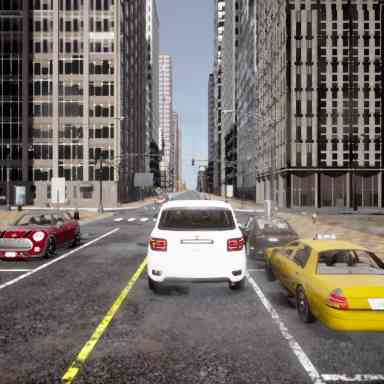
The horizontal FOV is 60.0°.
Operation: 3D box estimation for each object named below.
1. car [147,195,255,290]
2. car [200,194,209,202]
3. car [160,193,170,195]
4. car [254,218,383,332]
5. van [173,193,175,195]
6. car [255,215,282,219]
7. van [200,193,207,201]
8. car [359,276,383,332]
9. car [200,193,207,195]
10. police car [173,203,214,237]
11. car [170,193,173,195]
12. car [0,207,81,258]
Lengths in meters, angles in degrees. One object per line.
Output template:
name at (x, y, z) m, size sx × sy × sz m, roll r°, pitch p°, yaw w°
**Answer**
car at (0.102, 1.220, 9.230) m, size 2.150 × 2.045 × 5.566 m, roll 0°, pitch 0°, yaw 0°
car at (2.709, 1.353, 73.073) m, size 1.967 × 1.590 × 4.097 m, roll 0°, pitch 0°, yaw 0°
car at (-5.769, 1.380, 61.708) m, size 1.967 × 1.590 × 4.097 m, roll 0°, pitch 0°, yaw 0°
car at (2.693, 1.525, 6.947) m, size 1.752 × 1.417 × 4.829 m, roll 0°, pitch 0°, yaw 0°
van at (-5.668, 1.225, 84.448) m, size 1.690 × 1.788 × 3.998 m, roll 0°, pitch 0°, yaw 0°
car at (2.695, 1.548, 12.445) m, size 2.008 × 1.369 × 4.403 m, roll 0°, pitch 0°, yaw 0°
van at (2.711, 1.240, 78.758) m, size 1.690 × 1.788 × 3.998 m, roll 0°, pitch 0°, yaw 0°
car at (2.692, 1.551, 1.106) m, size 2.008 × 1.369 × 4.403 m, roll 0°, pitch 0°, yaw 0°
car at (2.802, 1.380, 61.705) m, size 1.967 × 1.590 × 4.097 m, roll 0°, pitch 0°, yaw 0°
police car at (0.101, 1.498, 19.150) m, size 2.038 × 1.542 × 4.974 m, roll 0°, pitch 0°, yaw 1°
car at (-5.702, 1.242, 67.393) m, size 2.192 × 1.841 × 5.009 m, roll 0°, pitch 0°, yaw 0°
car at (-5.685, 1.438, 12.445) m, size 1.967 × 1.590 × 4.097 m, roll 0°, pitch 0°, yaw 0°
